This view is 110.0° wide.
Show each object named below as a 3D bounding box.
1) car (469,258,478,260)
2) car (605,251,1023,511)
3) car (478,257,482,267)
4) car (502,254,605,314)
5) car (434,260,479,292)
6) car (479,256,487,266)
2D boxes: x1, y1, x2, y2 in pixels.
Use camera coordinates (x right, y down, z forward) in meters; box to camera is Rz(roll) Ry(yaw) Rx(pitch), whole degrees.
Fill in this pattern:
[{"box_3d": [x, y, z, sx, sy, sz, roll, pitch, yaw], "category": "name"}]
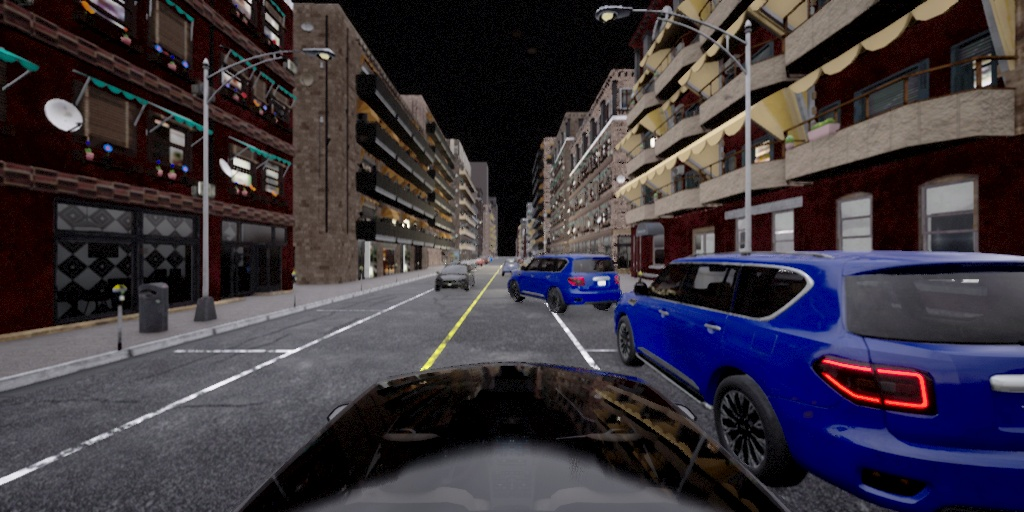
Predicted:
[{"box_3d": [-5.926, 1.171, 46.409, 2.007, 1.370, 4.403, 0, 0, 0], "category": "car"}, {"box_3d": [3.092, 0.970, 4.751, 2.150, 2.045, 5.566, 0, 0, 0], "category": "car"}, {"box_3d": [-5.956, 1.154, 52.046, 2.007, 1.370, 4.403, 0, 0, 0], "category": "car"}, {"box_3d": [1.772, 0.940, 13.932, 2.150, 2.045, 5.566, -1, 1, -24], "category": "car"}, {"box_3d": [-3.198, 1.200, 20.758, 1.837, 1.490, 4.892, 0, 0, 0], "category": "car"}, {"box_3d": [-6.015, 1.115, 63.318, 1.888, 1.381, 4.507, 0, 0, 0], "category": "car"}]
